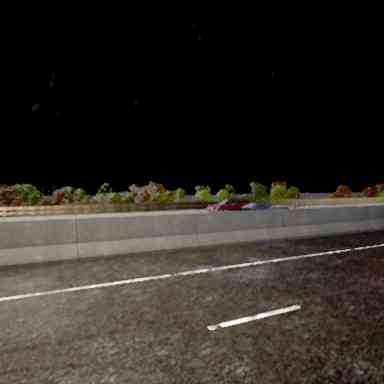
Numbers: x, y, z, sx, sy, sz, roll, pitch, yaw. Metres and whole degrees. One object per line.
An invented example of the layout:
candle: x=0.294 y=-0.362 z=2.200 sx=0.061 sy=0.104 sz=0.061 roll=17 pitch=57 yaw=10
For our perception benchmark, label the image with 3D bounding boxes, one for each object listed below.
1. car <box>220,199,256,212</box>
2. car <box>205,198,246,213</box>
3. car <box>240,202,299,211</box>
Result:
car: x=5.233 y=1.518 z=26.348 sx=5.357 sy=1.411 sz=2.033 roll=0 pitch=0 yaw=-29
car: x=3.387 y=1.339 z=29.327 sx=4.553 sy=1.767 sz=2.097 roll=0 pitch=0 yaw=-29
car: x=5.944 y=1.564 z=22.740 sx=4.718 sy=1.301 sz=1.895 roll=0 pitch=0 yaw=-29
